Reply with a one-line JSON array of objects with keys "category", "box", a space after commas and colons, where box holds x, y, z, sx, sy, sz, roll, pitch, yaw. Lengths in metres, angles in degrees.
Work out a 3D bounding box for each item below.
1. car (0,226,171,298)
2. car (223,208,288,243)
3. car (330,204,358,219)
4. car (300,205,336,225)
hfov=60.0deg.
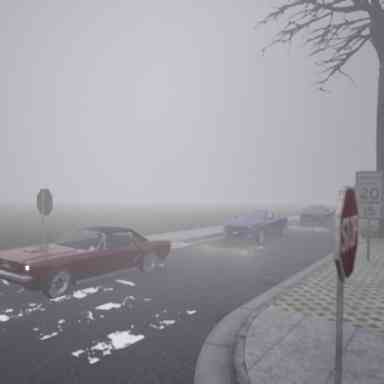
[{"category": "car", "box": [-2.684, 1.624, 8.847, 1.895, 1.301, 4.718, 1, 0, 35]}, {"category": "car", "box": [3.484, 1.652, 17.625, 1.882, 1.535, 5.008, 1, 0, 35]}, {"category": "car", "box": [16.449, 2.054, 35.908, 1.994, 1.385, 4.181, 1, 0, 36]}, {"category": "car", "box": [10.428, 1.822, 27.433, 1.882, 1.535, 5.008, 1, 0, 35]}]
